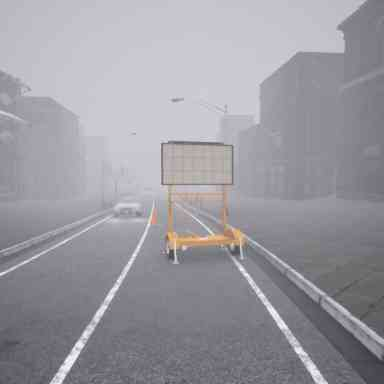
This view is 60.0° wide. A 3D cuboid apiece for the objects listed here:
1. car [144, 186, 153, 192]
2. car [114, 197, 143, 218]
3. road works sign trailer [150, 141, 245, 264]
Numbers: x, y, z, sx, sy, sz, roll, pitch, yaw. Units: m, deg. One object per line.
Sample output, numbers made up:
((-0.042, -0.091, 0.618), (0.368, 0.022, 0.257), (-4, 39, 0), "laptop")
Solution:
((-10.416, -0.845, 79.714), (1.994, 1.385, 4.181), (0, 4, -6), "car")
((-4.658, 1.072, 24.720), (1.812, 1.442, 4.674), (0, 0, -6), "car")
((0.141, 0.174, 10.847), (2.380, 3.560, 2.880), (-1, 1, -16), "road works sign trailer")
